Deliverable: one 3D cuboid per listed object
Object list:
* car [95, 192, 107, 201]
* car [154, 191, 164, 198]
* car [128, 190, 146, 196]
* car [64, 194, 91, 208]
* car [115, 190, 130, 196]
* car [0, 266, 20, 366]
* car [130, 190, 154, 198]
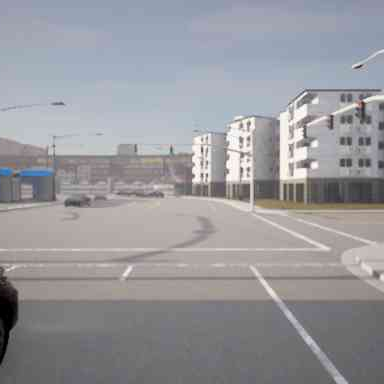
[{"bbox_3d":[-15.346,0.765,55.901,1.812,1.442,4.674,0,1,-17],"label":"car"},{"bbox_3d":[-7.834,0.451,73.139,1.837,1.490,4.892,-1,1,-32],"label":"car"},{"bbox_3d":[-13.297,0.184,80.284,1.837,1.490,4.892,-1,1,-45],"label":"car"},{"bbox_3d":[-13.521,0.989,39.400,1.882,1.535,5.008,0,1,0],"label":"car"},{"bbox_3d":[-16.206,0.284,78.269,1.812,1.442,4.674,-1,1,-45],"label":"car"},{"bbox_3d":[-3.422,1.210,2.150,2.150,2.045,5.566,0,0,0],"label":"car"},{"bbox_3d":[-10.713,0.511,71.144,2.128,1.511,4.902,-1,1,-32],"label":"car"}]
